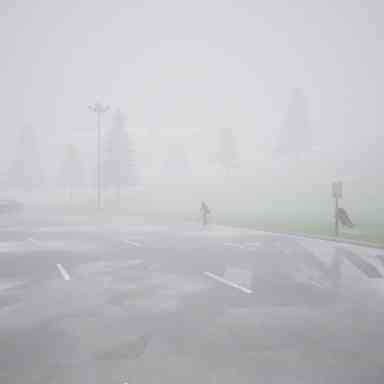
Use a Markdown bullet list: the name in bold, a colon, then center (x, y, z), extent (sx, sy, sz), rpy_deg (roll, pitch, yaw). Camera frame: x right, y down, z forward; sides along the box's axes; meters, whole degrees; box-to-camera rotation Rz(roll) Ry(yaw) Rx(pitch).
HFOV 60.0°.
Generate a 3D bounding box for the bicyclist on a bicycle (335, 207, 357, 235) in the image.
- **bicyclist on a bicycle**: center (7.581, 1.293, 16.600), extent (1.656, 1.620, 0.582), rpy_deg (34, -60, -31)

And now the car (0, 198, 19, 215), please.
- **car**: center (-19.762, 1.526, 33.042), extent (4.674, 1.442, 1.812), rpy_deg (0, 0, 30)

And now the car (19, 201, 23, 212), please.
- **car**: center (-21.284, 1.505, 37.690), extent (4.892, 1.490, 1.837), rpy_deg (0, 0, 27)

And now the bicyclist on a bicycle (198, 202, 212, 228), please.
- **bicyclist on a bicycle**: center (0.806, 1.453, 21.262), extent (0.582, 1.620, 1.656), rpy_deg (0, 0, -31)
